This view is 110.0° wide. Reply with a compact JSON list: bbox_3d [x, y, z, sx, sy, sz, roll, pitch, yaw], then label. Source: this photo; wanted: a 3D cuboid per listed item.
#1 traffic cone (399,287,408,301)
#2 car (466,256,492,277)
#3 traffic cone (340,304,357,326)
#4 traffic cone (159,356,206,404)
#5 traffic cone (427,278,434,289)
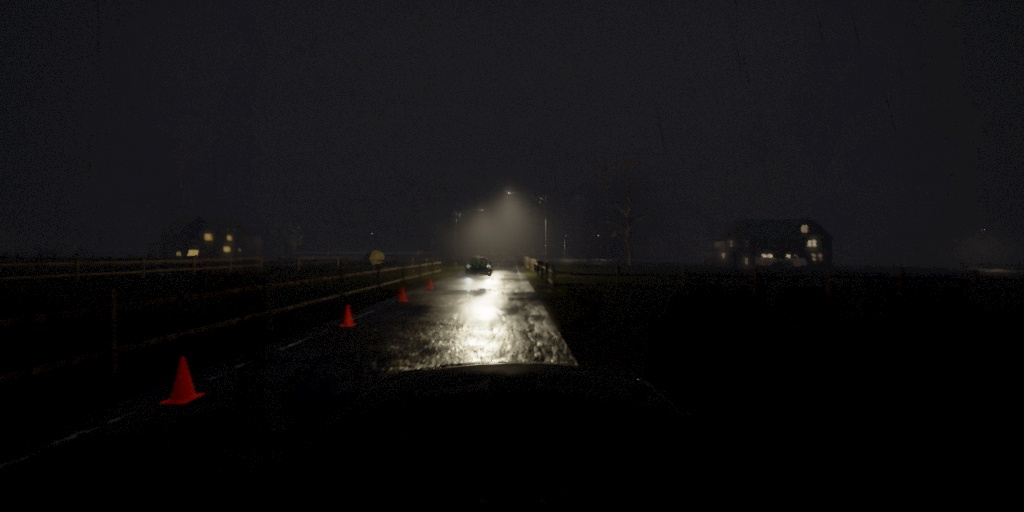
[{"bbox_3d":[-4.530,1.577,14.934,0.340,0.580,0.340,0,0,0],"label":"traffic cone"},{"bbox_3d":[-2.800,0.823,30.351,2.097,1.767,4.553,0,1,-6],"label":"car"},{"bbox_3d":[-4.528,1.626,9.934,0.340,0.580,0.340,0,0,0],"label":"traffic cone"},{"bbox_3d":[-4.525,1.675,4.934,0.340,0.580,0.340,0,0,0],"label":"traffic cone"},{"bbox_3d":[-4.533,1.529,19.934,0.340,0.580,0.340,0,0,0],"label":"traffic cone"}]
